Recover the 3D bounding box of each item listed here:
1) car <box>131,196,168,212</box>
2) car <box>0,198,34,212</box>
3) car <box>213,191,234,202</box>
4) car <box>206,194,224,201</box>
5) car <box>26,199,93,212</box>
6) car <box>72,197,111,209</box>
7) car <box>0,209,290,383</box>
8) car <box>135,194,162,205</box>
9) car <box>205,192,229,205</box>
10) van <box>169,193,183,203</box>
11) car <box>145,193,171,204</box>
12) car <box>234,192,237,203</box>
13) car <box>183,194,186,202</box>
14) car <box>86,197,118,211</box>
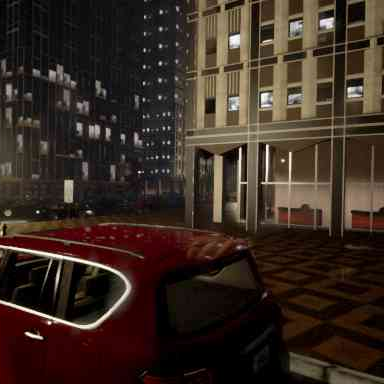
[{"bbox_3d":[-4.931,1.487,36.724,1.802,1.307,4.206,2,1,30],"label":"car"},{"bbox_3d":[-15.599,1.355,29.923,1.837,1.490,4.892,1,1,30],"label":"car"},{"bbox_3d":[4.885,0.932,58.714,2.150,2.045,5.566,1,1,30],"label":"car"},{"bbox_3d":[4.824,1.078,70.109,1.887,1.381,4.507,2,1,30],"label":"car"},{"bbox_3d":[-10.620,1.537,26.958,1.947,1.339,4.313,2,1,30],"label":"car"},{"bbox_3d":[-12.257,1.298,40.793,1.947,1.339,4.313,2,1,30],"label":"car"},{"bbox_3d":[-1.420,1.314,3.866,5.009,1.841,2.192,0,1,36],"label":"car"},{"bbox_3d":[-6.561,1.106,50.563,1.967,1.590,4.097,2,1,30],"label":"car"},{"bbox_3d":[3.606,1.246,51.370,1.967,1.590,4.097,2,1,30],"label":"car"},{"bbox_3d":[-3.712,0.974,55.447,1.690,1.788,3.998,2,1,30],"label":"van"},{"bbox_3d":[-5.490,1.259,47.264,1.812,1.442,4.674,1,1,31],"label":"car"},{"bbox_3d":[9.380,1.264,61.283,1.752,1.417,4.829,2,1,30],"label":"car"},{"bbox_3d":[-0.867,1.040,60.335,1.967,1.590,4.097,2,1,30],"label":"car"},{"bbox_3d":[-10.598,1.356,38.518,1.994,1.385,4.181,1,1,30],"label":"car"}]
